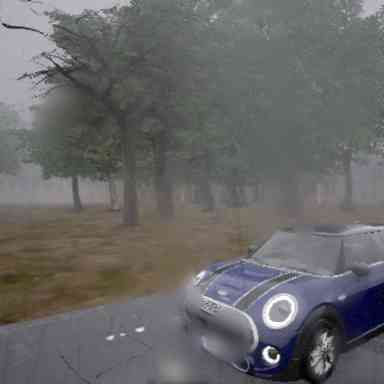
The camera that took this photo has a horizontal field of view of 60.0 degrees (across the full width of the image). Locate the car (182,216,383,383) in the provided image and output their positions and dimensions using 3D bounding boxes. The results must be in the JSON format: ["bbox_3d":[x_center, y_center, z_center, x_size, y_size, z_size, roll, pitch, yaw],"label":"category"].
[{"bbox_3d":[2.049,1.350,5.534,4.553,1.767,2.097,0,0,-36],"label":"car"}]
